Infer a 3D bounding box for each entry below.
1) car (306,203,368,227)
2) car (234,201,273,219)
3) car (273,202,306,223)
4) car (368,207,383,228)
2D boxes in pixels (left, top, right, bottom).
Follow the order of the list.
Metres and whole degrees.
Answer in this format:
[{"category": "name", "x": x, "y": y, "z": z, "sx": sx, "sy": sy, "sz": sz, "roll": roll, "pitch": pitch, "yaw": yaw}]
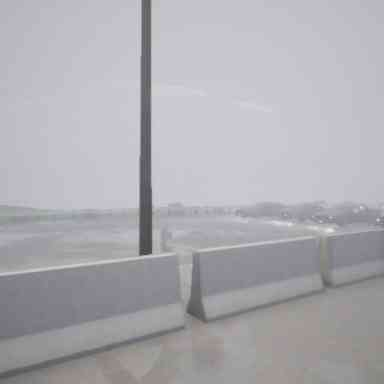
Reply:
[{"category": "car", "x": 10.589, "y": 1.523, "z": 22.565, "sx": 5.357, "sy": 1.411, "sz": 2.033, "roll": 0, "pitch": 0, "yaw": -28}, {"category": "car", "x": 6.216, "y": 1.497, "z": 28.145, "sx": 5.357, "sy": 1.411, "sz": 2.033, "roll": 0, "pitch": 0, "yaw": -28}, {"category": "car", "x": 8.655, "y": 1.527, "z": 25.433, "sx": 4.181, "sy": 1.385, "sz": 1.994, "roll": 0, "pitch": 0, "yaw": -28}, {"category": "car", "x": 13.503, "y": 1.537, "z": 20.133, "sx": 5.357, "sy": 1.411, "sz": 2.033, "roll": 0, "pitch": 0, "yaw": -27}]
